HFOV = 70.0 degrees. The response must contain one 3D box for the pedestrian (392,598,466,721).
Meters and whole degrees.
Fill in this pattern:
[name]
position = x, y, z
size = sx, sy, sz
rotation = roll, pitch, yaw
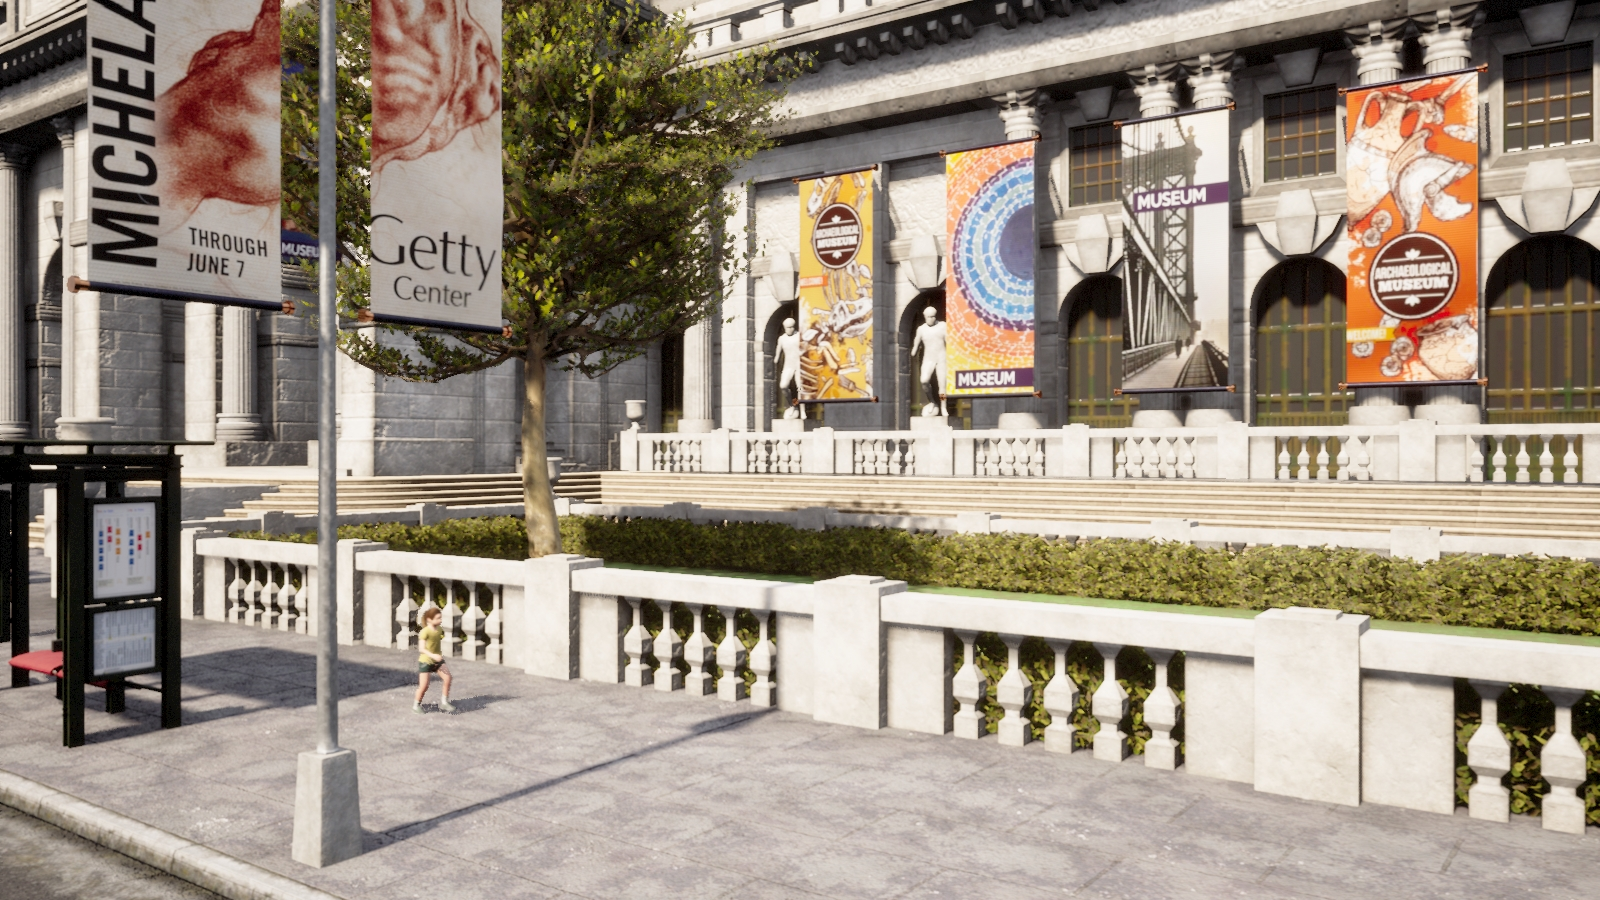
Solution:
[pedestrian]
position = -3.709, 2.080, 11.433
size = 0.500, 1.100, 0.500
rotation = 0, 0, 29
